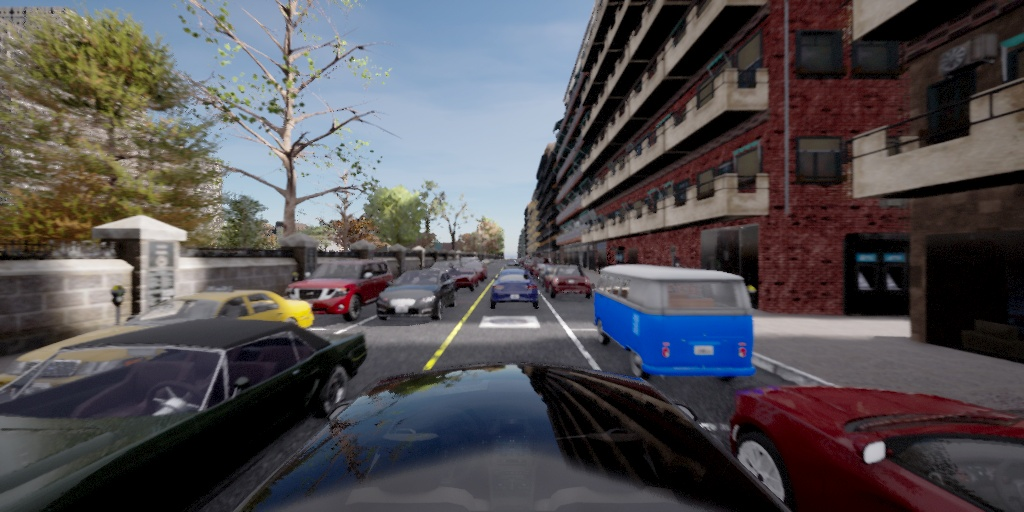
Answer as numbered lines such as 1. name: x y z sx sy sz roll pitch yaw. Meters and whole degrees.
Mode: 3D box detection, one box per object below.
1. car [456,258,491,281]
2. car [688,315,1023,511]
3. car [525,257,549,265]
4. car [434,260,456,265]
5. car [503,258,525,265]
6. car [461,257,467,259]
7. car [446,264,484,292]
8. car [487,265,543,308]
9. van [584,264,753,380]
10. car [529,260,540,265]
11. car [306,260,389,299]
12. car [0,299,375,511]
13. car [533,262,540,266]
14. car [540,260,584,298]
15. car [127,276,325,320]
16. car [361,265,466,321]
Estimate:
1. car: -3.015 1.206 28.820 1.882 1.535 5.008 0 0 0
2. car: 2.691 1.296 1.253 1.888 1.381 4.507 0 0 0
3. car: 2.686 1.040 35.034 2.192 1.841 5.009 0 0 0
4. car: -5.694 1.167 29.404 1.967 1.591 4.097 0 0 0
5. car: 0.083 1.217 37.308 2.128 1.511 4.902 0 0 0
6. car: -5.694 1.165 35.033 1.967 1.591 4.097 0 0 0
7. car: -3.003 1.333 21.523 1.895 1.301 4.718 0 0 0
8. car: 0.098 1.262 14.942 1.812 1.442 4.674 0 0 0
9. van: 2.690 1.085 6.884 1.690 1.789 3.998 0 0 0
10. car: 2.687 1.273 29.404 1.888 1.381 4.507 0 0 0
11. car: -5.691 1.053 12.513 2.192 1.841 5.009 0 0 0
12. car: -3.079 1.349 3.117 1.895 1.301 4.718 0 0 0
13. car: 2.687 1.281 23.774 2.007 1.370 4.403 0 0 0
14. car: 2.689 1.174 18.144 1.967 1.591 4.097 0 0 0
15. car: -5.690 1.269 6.713 1.751 1.417 4.829 0 0 0
16. car: -3.083 1.231 12.506 2.128 1.511 4.902 0 0 0
